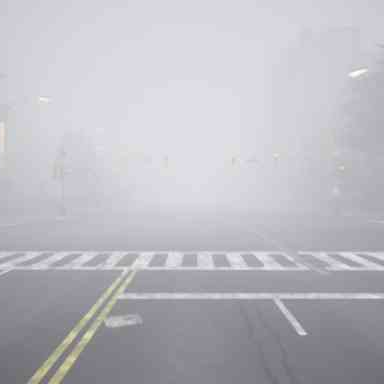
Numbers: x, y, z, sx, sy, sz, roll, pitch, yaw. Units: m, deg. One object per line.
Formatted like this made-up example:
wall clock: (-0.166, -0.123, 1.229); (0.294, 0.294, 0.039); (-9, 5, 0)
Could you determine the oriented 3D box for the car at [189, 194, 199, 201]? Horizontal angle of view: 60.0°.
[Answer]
car: (0.104, 1.478, 86.808); (2.033, 1.411, 5.357); (0, 0, 0)
